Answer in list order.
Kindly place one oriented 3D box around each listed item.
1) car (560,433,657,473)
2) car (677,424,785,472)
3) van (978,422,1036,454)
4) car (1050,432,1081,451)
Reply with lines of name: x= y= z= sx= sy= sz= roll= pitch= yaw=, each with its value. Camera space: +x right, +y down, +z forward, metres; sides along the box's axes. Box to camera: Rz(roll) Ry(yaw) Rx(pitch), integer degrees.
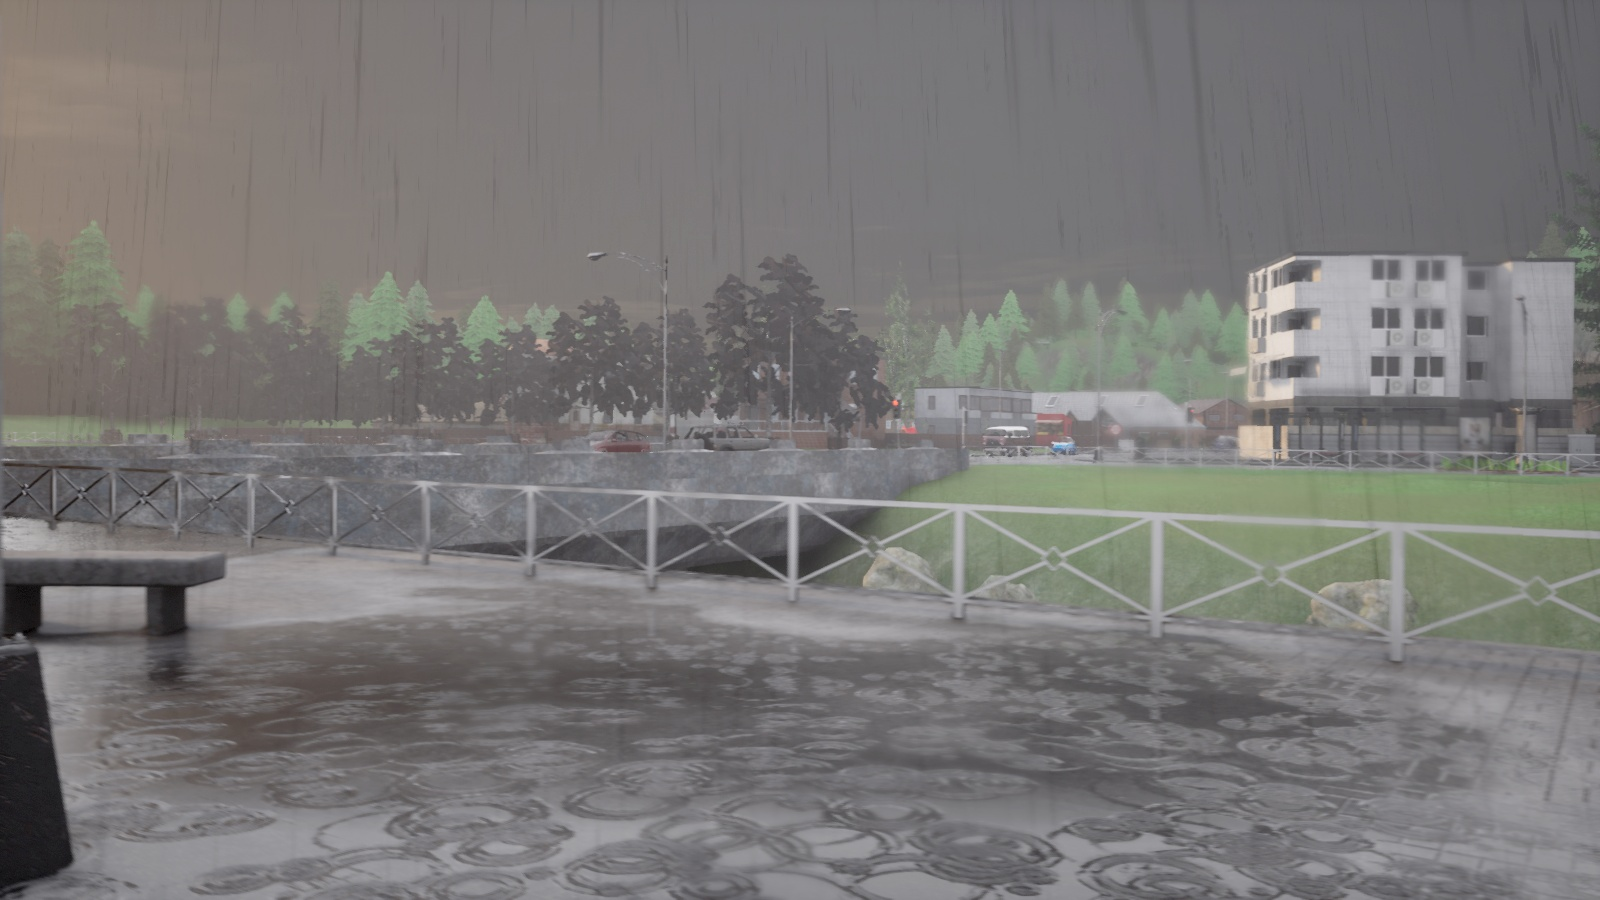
car: x=-7.647 y=0.091 z=50.466 sx=1.789 sy=1.549 sz=3.705 roll=0 pitch=1 yaw=34
car: x=-2.733 y=-0.119 z=50.698 sx=1.932 sy=1.855 sz=4.605 roll=0 pitch=1 yaw=35
van: x=13.630 y=-0.795 z=82.520 sx=2.069 sy=2.038 sz=4.480 roll=0 pitch=1 yaw=34
car: x=19.194 y=-0.628 z=90.900 sx=1.481 sy=1.376 sz=2.207 roll=0 pitch=1 yaw=34
